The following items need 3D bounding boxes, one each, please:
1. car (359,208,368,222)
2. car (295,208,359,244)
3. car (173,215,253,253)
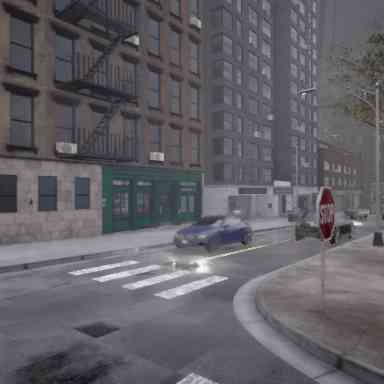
[{"bbox_3d":[17.594,2.456,36.023,1.994,1.385,4.181,0,-1,39],"label":"car"},{"bbox_3d":[7.496,1.758,18.579,2.097,1.767,4.553,0,-2,38],"label":"car"},{"bbox_3d":[1.147,1.803,15.317,1.812,1.442,4.674,0,-2,38],"label":"car"}]
